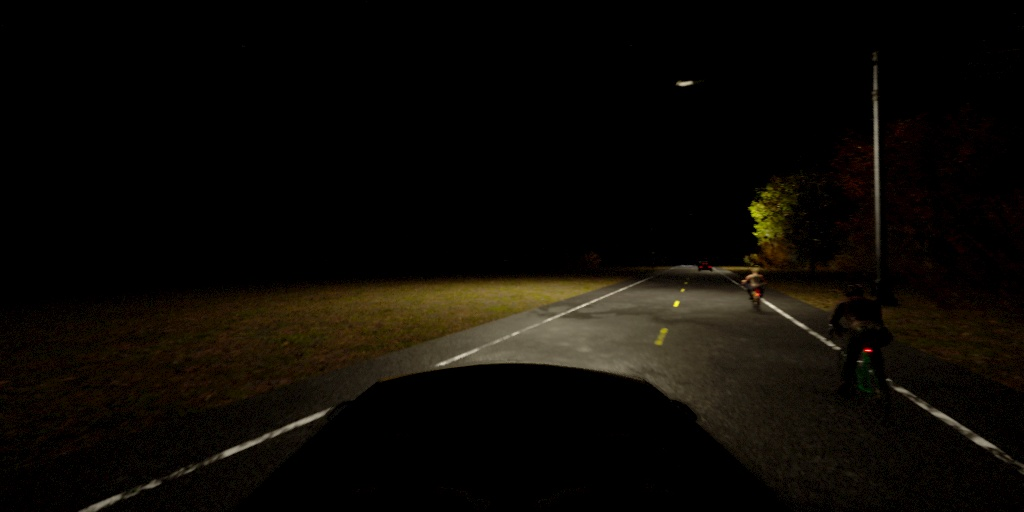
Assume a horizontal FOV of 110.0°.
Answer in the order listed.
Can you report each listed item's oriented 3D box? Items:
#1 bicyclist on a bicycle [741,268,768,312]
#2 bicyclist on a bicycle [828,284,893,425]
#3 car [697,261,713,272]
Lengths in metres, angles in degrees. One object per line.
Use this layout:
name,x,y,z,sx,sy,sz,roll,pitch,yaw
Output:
bicyclist on a bicycle,9.127,1.234,13.465,0.866,1.612,1.509,-1,-1,27
bicyclist on a bicycle,4.567,1.199,4.723,0.582,1.620,1.656,-1,-1,27
car,28.476,1.586,52.843,2.033,1.411,5.357,-1,-1,28
